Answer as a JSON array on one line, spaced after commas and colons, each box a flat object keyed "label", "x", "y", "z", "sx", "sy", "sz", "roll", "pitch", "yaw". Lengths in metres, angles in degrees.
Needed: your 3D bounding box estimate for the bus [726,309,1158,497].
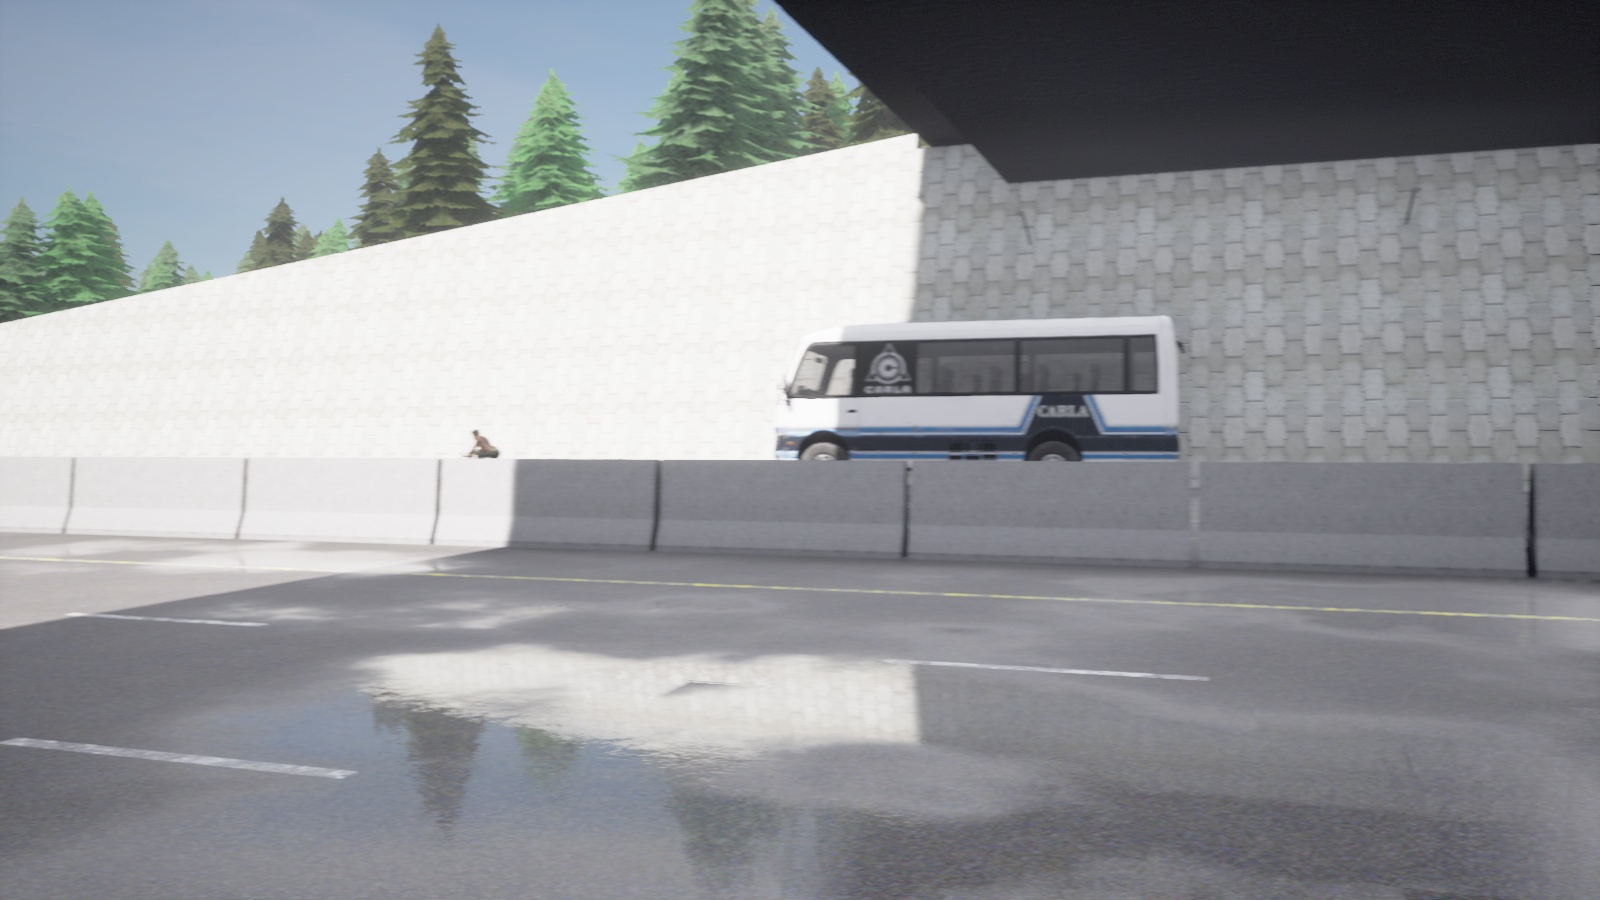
[{"label": "bus", "x": 3.672, "y": -1.045, "z": 31.797, "sx": 10.273, "sy": 4.253, "sz": 3.944, "roll": 1, "pitch": -2, "yaw": 17}]
